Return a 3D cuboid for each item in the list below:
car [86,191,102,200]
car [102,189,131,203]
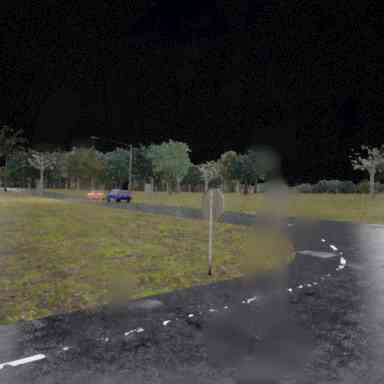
[{"bbox_3d":[-17.301,0.516,59.605,2.097,1.767,4.553,2,0,-35],"label":"car"},{"bbox_3d":[-11.314,0.585,51.152,2.150,2.045,5.566,2,0,-35],"label":"car"}]
